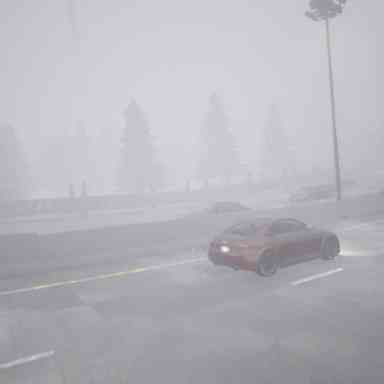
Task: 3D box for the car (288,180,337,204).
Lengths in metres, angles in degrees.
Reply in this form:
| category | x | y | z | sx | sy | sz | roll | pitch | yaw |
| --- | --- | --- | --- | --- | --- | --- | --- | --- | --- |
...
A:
| category | x | y | z | sx | sy | sz | roll | pitch | yaw |
| --- | --- | --- | --- | --- | --- | --- | --- | --- | --- |
| car | 10.265 | 0.128 | 28.487 | 4.892 | 1.490 | 1.837 | -7 | 4 | -35 |

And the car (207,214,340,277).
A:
| category | x | y | z | sx | sy | sz | roll | pitch | yaw |
| --- | --- | --- | --- | --- | --- | --- | --- | --- | --- |
| car | 2.492 | 1.389 | 9.819 | 4.181 | 1.385 | 1.994 | -3 | 1 | -35 |

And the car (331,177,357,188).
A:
| category | x | y | z | sx | sy | sz | roll | pitch | yaw |
| --- | --- | --- | --- | --- | --- | --- | --- | --- | --- |
| car | 16.276 | -0.963 | 37.048 | 4.718 | 1.301 | 1.895 | -9 | 5 | -35 |

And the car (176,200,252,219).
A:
| category | x | y | z | sx | sy | sz | roll | pitch | yaw |
| --- | --- | --- | --- | --- | --- | --- | --- | --- | --- |
| car | 1.266 | 1.194 | 17.785 | 4.674 | 1.442 | 1.812 | -3 | 2 | -35 |
